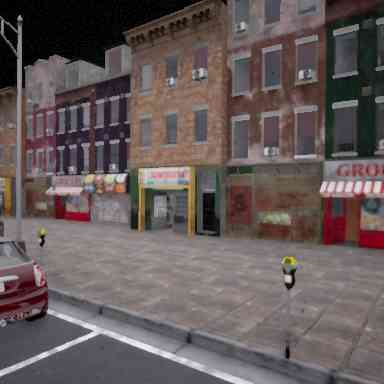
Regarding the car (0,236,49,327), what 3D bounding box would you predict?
[{"bbox_3d":[-4.437,1.437,5.964,4.097,1.590,1.967,0,1,36],"label":"car"}]
